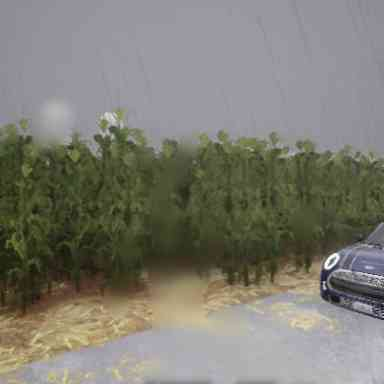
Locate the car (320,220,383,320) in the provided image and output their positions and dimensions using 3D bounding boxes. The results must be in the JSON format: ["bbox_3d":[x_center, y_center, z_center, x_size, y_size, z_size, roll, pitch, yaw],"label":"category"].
[{"bbox_3d":[4.675,1.318,6.846,4.553,1.767,2.097,0,0,-36],"label":"car"}]
